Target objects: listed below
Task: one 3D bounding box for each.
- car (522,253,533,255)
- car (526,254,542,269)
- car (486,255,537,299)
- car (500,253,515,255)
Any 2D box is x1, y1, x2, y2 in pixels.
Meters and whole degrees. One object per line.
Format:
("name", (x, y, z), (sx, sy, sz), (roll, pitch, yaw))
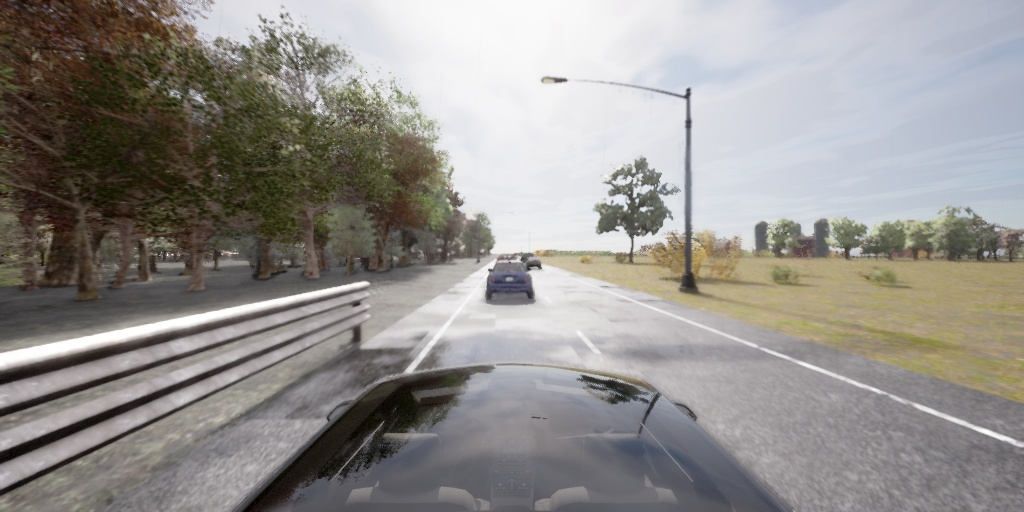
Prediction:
("car", (2.531, 0.499, 59.452), (2.150, 2.045, 5.566), (0, 0, -1))
("car", (2.756, 0.896, 46.252), (1.837, 1.490, 4.892), (0, 1, -1))
("car", (-0.127, 0.983, 17.515), (2.097, 1.767, 4.553), (0, 1, -1))
("car", (-0.518, 0.684, 39.088), (2.150, 2.045, 5.566), (0, 1, -1))
